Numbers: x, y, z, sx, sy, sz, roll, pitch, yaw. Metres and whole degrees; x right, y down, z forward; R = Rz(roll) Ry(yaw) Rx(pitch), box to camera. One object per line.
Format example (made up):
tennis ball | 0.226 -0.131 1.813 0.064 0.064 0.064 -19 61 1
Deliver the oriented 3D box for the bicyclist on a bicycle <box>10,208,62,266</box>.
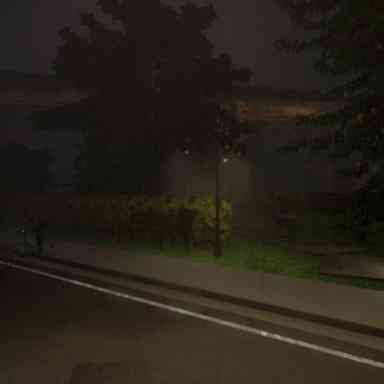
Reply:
bicyclist on a bicycle | -4.721 1.281 10.024 0.582 1.620 1.656 1 10 35
